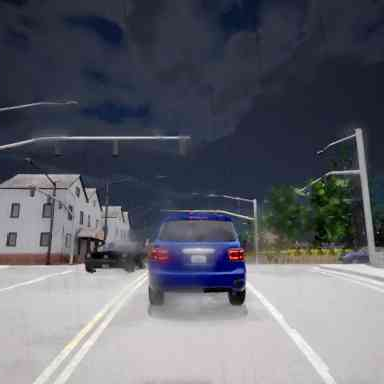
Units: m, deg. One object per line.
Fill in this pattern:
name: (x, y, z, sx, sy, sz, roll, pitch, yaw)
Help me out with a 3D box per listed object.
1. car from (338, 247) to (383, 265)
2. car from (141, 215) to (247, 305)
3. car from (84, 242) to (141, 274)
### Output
car: (15.424, 5.659, 29.608, 4.553, 1.767, 2.097, 0, -12, 1)
car: (0.078, 1.761, 9.304, 2.150, 2.045, 5.566, 0, -7, -1)
car: (-3.314, 2.946, 15.275, 1.895, 1.301, 4.718, 0, -9, 2)
